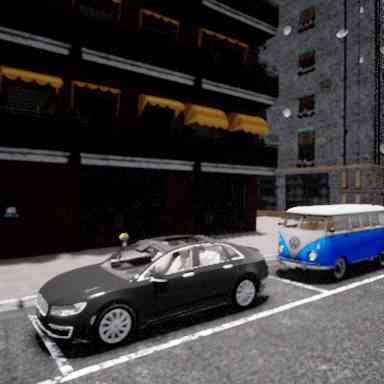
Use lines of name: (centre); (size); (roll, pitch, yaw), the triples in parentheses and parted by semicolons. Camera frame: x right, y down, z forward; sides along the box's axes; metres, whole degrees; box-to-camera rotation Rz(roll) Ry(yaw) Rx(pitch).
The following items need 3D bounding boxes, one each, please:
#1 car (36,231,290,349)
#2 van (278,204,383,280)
car: (-0.473, 1.528, 6.166); (4.403, 1.369, 2.008); (-1, 1, -35)
van: (4.165, 1.275, 9.469); (3.998, 1.788, 1.690); (-1, 1, -35)
